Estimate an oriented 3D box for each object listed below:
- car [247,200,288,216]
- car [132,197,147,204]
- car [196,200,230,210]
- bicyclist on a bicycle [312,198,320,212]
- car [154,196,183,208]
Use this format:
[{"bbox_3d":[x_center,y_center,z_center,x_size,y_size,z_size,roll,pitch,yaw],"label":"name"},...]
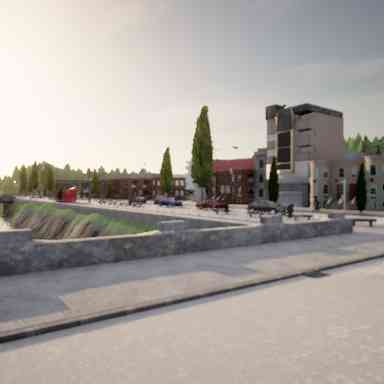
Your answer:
[{"bbox_3d":[7.933,1.632,34.688,1.837,1.490,4.892,0,0,-35],"label":"car"},{"bbox_3d":[-10.950,1.672,68.439,1.812,1.442,4.674,0,0,-36],"label":"car"},{"bbox_3d":[2.599,1.727,42.186,1.895,1.301,4.718,0,0,-35],"label":"car"},{"bbox_3d":[14.763,1.516,39.577,1.656,1.620,0.582,0,0,-35],"label":"bicyclist on a bicycle"},{"bbox_3d":[-3.288,1.604,50.492,1.882,1.535,5.008,0,0,-35],"label":"car"}]
